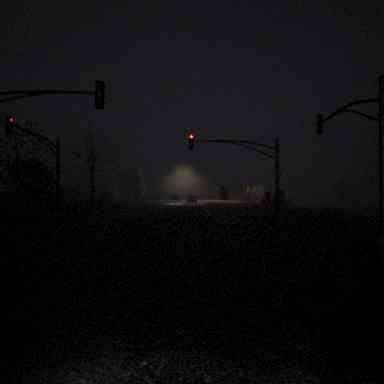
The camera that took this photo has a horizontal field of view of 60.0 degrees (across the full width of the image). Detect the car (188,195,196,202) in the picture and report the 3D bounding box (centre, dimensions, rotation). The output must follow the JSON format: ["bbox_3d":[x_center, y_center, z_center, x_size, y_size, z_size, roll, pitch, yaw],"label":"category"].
[{"bbox_3d":[-0.070,1.425,78.028,1.837,1.490,4.892,0,0,0],"label":"car"}]

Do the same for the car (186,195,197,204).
[{"bbox_3d":[-0.060,1.424,67.993,2.097,1.767,4.553,0,0,0],"label":"car"}]

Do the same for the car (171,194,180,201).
[{"bbox_3d":[-3.565,1.195,72.195,1.837,1.490,4.892,0,0,0],"label":"car"}]
